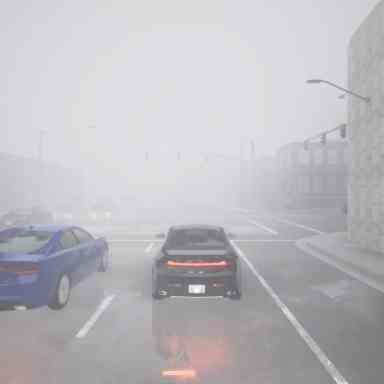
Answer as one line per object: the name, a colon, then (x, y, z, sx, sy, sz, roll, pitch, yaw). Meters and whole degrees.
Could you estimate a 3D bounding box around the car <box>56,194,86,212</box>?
car: (-14.068, 1.221, 38.375, 2.150, 2.045, 5.566, 0, 0, 1)

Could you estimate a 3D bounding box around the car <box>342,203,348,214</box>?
car: (14.995, 1.015, 27.476, 5.008, 1.535, 1.882, -5, 0, 0)

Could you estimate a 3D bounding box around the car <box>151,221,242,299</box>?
car: (0.103, 1.505, 8.431, 1.837, 1.490, 4.892, 0, 0, 0)

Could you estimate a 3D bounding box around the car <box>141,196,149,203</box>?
car: (-10.298, 1.516, 71.018, 2.128, 1.511, 4.902, 0, 0, 0)

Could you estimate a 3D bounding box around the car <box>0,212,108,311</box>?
car: (-3.401, 1.478, 7.885, 1.882, 1.535, 5.008, 0, 0, 0)

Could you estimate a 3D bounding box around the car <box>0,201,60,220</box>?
car: (-10.540, 1.526, 21.485, 1.812, 1.442, 4.674, 0, 0, 0)

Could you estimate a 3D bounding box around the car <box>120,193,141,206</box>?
car: (-10.430, 1.213, 55.439, 2.150, 2.045, 5.566, 0, 1, 0)

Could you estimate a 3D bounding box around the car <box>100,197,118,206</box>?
car: (-13.925, 1.525, 55.839, 1.812, 1.442, 4.674, 0, 0, 0)

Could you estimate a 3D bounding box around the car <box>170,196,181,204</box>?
car: (-3.211, 1.478, 65.952, 1.882, 1.535, 5.008, 0, 0, 0)

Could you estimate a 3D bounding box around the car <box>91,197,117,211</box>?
car: (-10.452, 1.352, 39.810, 2.097, 1.767, 4.553, 0, 0, 0)
